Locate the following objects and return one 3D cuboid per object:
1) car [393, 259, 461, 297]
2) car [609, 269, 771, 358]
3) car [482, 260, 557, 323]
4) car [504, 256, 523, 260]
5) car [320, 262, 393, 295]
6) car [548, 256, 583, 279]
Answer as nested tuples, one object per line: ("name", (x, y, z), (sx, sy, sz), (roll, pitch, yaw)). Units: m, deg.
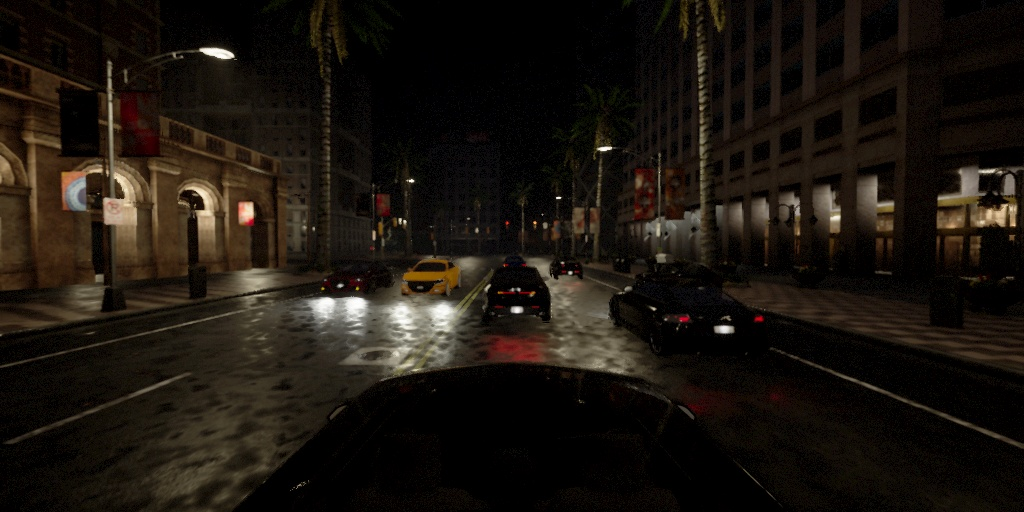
("car", (-3.552, 0.904, 16.414), (1.882, 1.535, 5.008), (0, 1, 0))
("car", (3.624, 1.176, 8.119), (1.994, 1.385, 4.181), (0, 1, 0))
("car", (0.128, 1.045, 11.247), (1.837, 1.490, 4.892), (0, 1, 0))
("car", (0.144, 0.737, 26.402), (1.812, 1.442, 4.674), (0, 1, -2))
("car", (-7.048, 0.983, 16.697), (1.994, 1.385, 4.181), (0, 1, 0))
("car", (3.642, 0.753, 24.767), (1.837, 1.490, 4.892), (0, 1, 0))
